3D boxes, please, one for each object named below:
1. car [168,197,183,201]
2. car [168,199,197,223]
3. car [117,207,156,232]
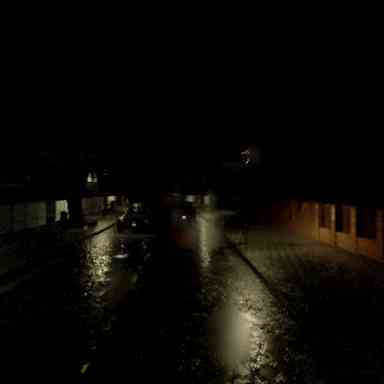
[{"bbox_3d":[-1.945,1.376,42.213,2.097,1.767,4.553,0,0,-5],"label":"car"},{"bbox_3d":[-0.698,1.510,25.497,1.837,1.490,4.892,0,0,-3],"label":"car"},{"bbox_3d":[-3.235,1.608,20.095,1.994,1.385,4.181,0,0,-3],"label":"car"}]
